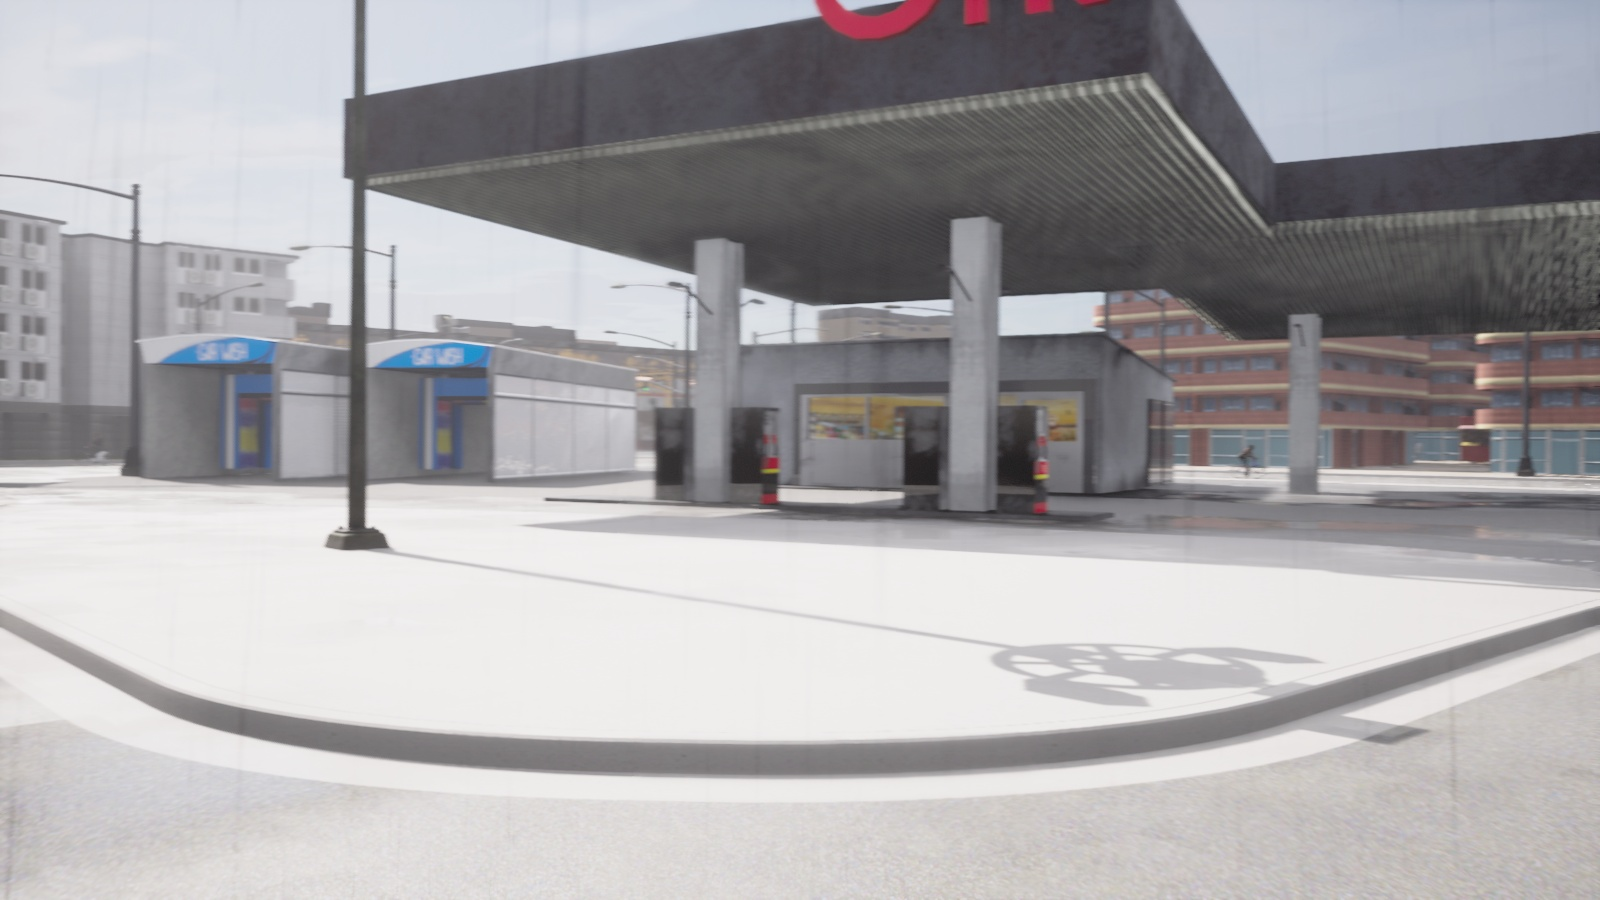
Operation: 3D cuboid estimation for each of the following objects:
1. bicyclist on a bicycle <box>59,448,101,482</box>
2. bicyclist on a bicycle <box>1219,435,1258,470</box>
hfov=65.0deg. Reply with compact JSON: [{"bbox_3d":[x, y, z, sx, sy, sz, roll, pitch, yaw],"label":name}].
[{"bbox_3d":[-38.598,0.782,67.325,0.659,1.776,1.843,0,0,30],"label":"bicyclist on a bicycle"},{"bbox_3d":[20.905,0.125,59.830,0.582,1.620,1.656,-1,1,-45],"label":"bicyclist on a bicycle"}]
